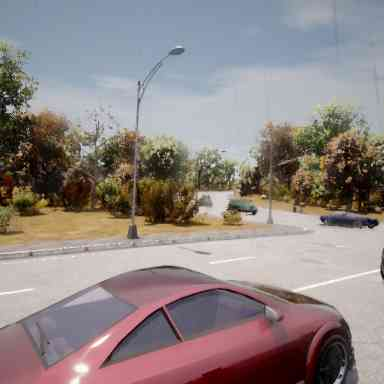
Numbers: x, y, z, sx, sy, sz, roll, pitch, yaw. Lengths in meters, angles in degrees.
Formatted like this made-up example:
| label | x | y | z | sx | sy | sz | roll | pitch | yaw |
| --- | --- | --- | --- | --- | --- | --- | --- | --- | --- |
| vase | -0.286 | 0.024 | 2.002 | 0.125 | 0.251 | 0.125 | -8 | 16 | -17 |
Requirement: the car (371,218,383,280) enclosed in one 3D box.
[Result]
| label | x | y | z | sx | sy | sz | roll | pitch | yaw |
| --- | --- | --- | --- | --- | --- | --- | --- | --- | --- |
| car | 6.996 | 1.487 | 8.778 | 4.553 | 1.767 | 2.097 | 2 | -1 | -35 |

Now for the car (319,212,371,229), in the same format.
| label | x | y | z | sx | sy | sz | roll | pitch | yaw |
| --- | --- | --- | --- | --- | --- | --- | --- | --- | --- |
| car | 13.371 | 2.377 | 28.436 | 1.895 | 1.301 | 4.718 | 3 | -2 | -27 |

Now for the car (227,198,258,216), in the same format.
| label | x | y | z | sx | sy | sz | roll | pitch | yaw |
| --- | --- | --- | --- | --- | --- | --- | --- | --- | --- |
| car | 6.556 | 1.934 | 43.978 | 2.150 | 2.045 | 5.566 | 3 | 0 | -19 |

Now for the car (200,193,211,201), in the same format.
| label | x | y | z | sx | sy | sz | roll | pitch | yaw |
| --- | --- | --- | --- | --- | --- | --- | --- | --- | --- |
| car | 3.203 | 1.130 | 78.692 | 2.128 | 1.511 | 4.902 | 2 | 2 | -1 |

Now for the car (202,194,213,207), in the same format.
| label | x | y | z | sx | sy | sz | roll | pitch | yaw |
| --- | --- | --- | --- | --- | --- | --- | --- | --- | --- |
| car | 2.385 | 1.765 | 58.579 | 1.837 | 1.490 | 4.892 | 2 | 2 | -12 |

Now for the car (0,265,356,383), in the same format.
| label | x | y | z | sx | sy | sz | roll | pitch | yaw |
| --- | --- | --- | --- | --- | --- | --- | --- | --- | --- |
| car | -0.028 | 1.572 | 3.727 | 4.181 | 1.385 | 1.994 | 0 | 0 | -36 |
